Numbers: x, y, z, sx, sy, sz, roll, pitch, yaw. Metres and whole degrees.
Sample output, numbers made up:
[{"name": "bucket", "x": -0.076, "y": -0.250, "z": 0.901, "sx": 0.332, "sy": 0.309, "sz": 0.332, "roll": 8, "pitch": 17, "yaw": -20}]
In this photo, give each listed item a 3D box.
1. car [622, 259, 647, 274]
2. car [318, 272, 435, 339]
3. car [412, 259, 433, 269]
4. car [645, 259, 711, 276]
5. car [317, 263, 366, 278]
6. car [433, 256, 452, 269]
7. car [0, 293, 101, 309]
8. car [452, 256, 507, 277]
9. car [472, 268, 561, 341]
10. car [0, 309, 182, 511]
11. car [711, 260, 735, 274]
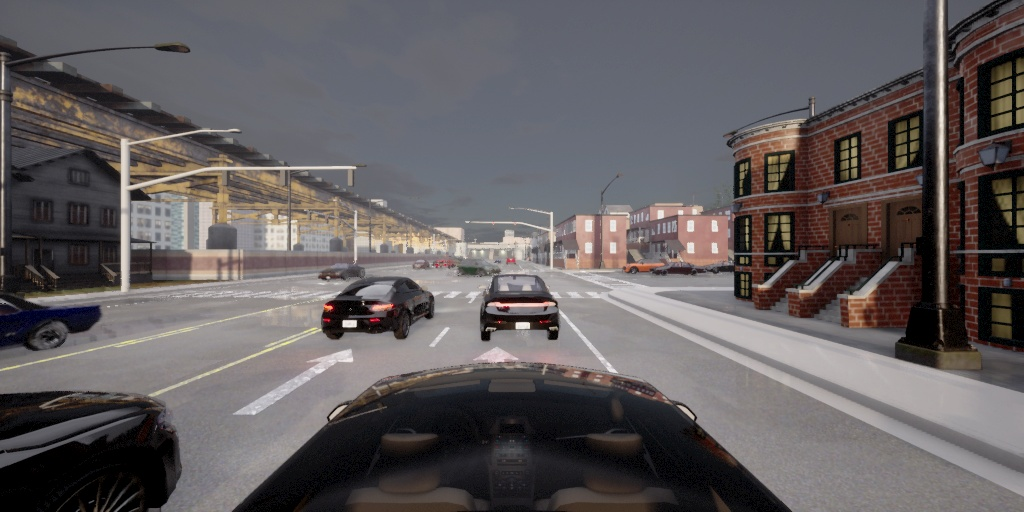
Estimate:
[{"name": "car", "x": 14.743, "y": 1.102, "z": 40.198, "sx": 4.553, "sy": 1.767, "sz": 2.097, "roll": 0, "pitch": 0, "yaw": 0}, {"name": "car", "x": -3.450, "y": 1.276, "z": 9.935, "sx": 1.812, "sy": 1.442, "sz": 4.674, "roll": 0, "pitch": 0, "yaw": 0}, {"name": "car", "x": -14.238, "y": 1.276, "z": 56.390, "sx": 1.812, "sy": 1.442, "sz": 4.674, "roll": 0, "pitch": 0, "yaw": 0}, {"name": "car", "x": 16.899, "y": 1.297, "z": 36.715, "sx": 5.357, "sy": 1.411, "sz": 2.033, "roll": 0, "pitch": 0, "yaw": 0}, {"name": "car", "x": -14.180, "y": 1.297, "z": 30.299, "sx": 2.033, "sy": 1.411, "sz": 5.357, "roll": 0, "pitch": 0, "yaw": 0}, {"name": "car", "x": -10.737, "y": 0.970, "z": 57.271, "sx": 2.150, "sy": 2.045, "sz": 5.566, "roll": 0, "pitch": 0, "yaw": 0}, {"name": "car", "x": -10.612, "y": 1.351, "z": 6.190, "sx": 1.895, "sy": 1.301, "sz": 4.718, "roll": 0, "pitch": 0, "yaw": 0}, {"name": "car", "x": -3.119, "y": 1.102, "z": 33.733, "sx": 4.553, "sy": 1.767, "sz": 2.097, "roll": 0, "pitch": 0, "yaw": 41}, {"name": "car", "x": 0.092, "y": 1.242, "z": 9.902, "sx": 2.128, "sy": 1.511, "sz": 4.902, "roll": 0, "pitch": 0, "yaw": -3}, {"name": "car", "x": -3.395, "y": 1.242, "z": 0.668, "sx": 2.128, "sy": 1.511, "sz": 4.902, "roll": 0, "pitch": 0, "yaw": 0}, {"name": "car", "x": 23.890, "y": 1.241, "z": 40.226, "sx": 4.902, "sy": 1.511, "sz": 2.128, "roll": 0, "pitch": 0, "yaw": 0}]
